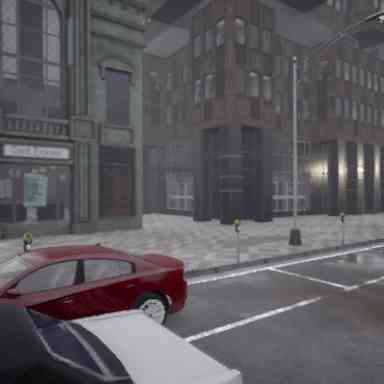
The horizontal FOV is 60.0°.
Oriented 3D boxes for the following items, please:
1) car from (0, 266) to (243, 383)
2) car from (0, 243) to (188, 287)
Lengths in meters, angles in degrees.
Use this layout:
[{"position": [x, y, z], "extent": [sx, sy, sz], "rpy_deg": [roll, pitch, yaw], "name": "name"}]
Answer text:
[{"position": [-1.993, 1.602, 1.957], "extent": [4.718, 1.301, 1.895], "rpy_deg": [0, 0, -36], "name": "car"}, {"position": [-2.174, 1.544, 5.100], "extent": [4.507, 1.381, 1.887], "rpy_deg": [0, 0, -36], "name": "car"}]
